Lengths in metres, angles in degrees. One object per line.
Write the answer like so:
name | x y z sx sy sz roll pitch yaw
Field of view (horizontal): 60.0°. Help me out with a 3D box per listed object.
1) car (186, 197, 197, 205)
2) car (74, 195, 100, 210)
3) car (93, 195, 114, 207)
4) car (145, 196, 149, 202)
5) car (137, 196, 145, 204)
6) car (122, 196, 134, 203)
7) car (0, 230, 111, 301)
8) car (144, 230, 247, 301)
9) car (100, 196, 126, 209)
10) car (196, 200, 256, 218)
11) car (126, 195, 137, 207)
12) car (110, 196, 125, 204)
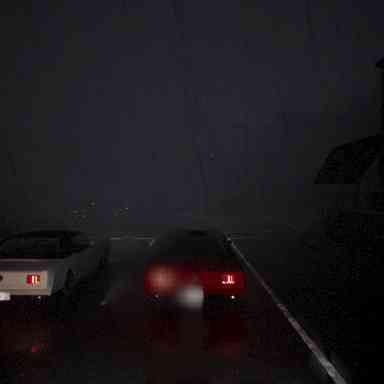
car | 0.061 1.563 56.830 1.994 1.385 4.181 0 0 0
car | -14.128 1.491 44.147 2.128 1.511 4.902 0 0 0
car | -14.122 1.352 53.200 2.097 1.767 4.553 0 0 1
car | -10.548 1.535 72.973 2.033 1.411 5.357 0 0 0
car | -10.589 1.564 62.580 1.994 1.385 4.181 0 0 1
car | -14.048 1.519 73.004 1.812 1.442 4.674 0 0 0
car | -3.428 1.601 8.241 1.895 1.301 4.718 0 0 0
car | 0.072 1.601 8.261 1.895 1.301 4.718 0 0 0
car | -10.625 1.525 44.926 1.812 1.442 4.674 0 0 0
car | 3.270 1.497 30.164 5.008 1.535 1.882 1 1 24
car | -10.626 1.352 52.650 2.097 1.767 4.553 0 0 0
car | -14.092 1.564 63.081 1.994 1.385 4.181 0 0 0
